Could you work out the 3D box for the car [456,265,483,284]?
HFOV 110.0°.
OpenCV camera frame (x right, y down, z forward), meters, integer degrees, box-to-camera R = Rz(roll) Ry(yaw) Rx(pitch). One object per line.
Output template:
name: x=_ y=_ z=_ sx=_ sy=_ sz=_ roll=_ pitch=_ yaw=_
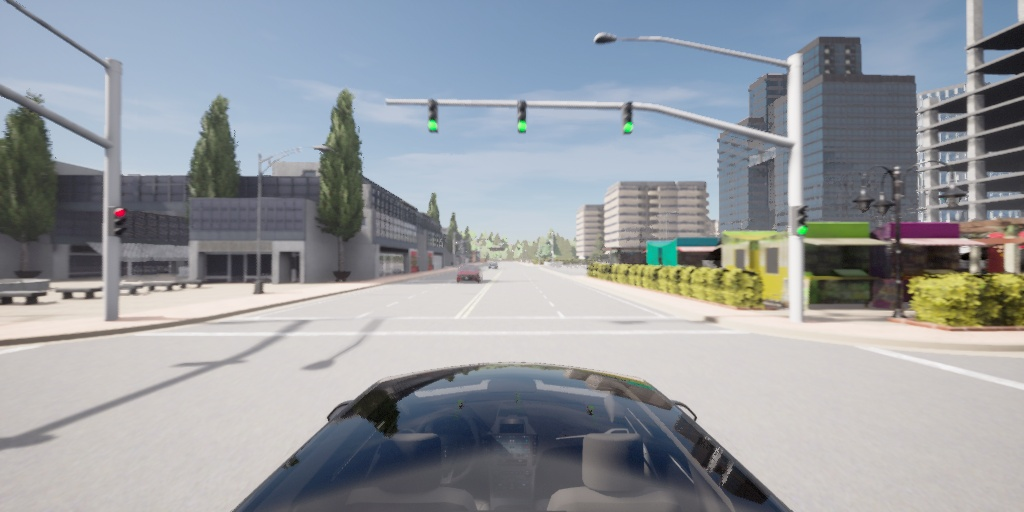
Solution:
car: x=-3.516 y=1.486 z=30.446 sx=1.882 sy=1.535 sz=5.008 roll=0 pitch=0 yaw=0
